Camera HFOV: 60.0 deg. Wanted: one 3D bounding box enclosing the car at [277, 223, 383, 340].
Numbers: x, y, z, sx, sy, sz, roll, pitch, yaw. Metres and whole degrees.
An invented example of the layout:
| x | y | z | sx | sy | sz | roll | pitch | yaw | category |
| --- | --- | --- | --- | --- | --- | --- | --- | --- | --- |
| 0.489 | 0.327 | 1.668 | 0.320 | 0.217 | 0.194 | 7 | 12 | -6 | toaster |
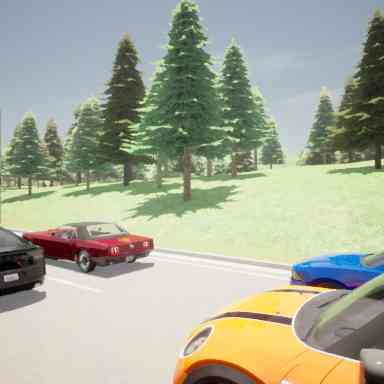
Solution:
| x | y | z | sx | sy | sz | roll | pitch | yaw | category |
| --- | --- | --- | --- | --- | --- | --- | --- | --- | --- |
| 4.120 | 1.478 | 5.346 | 5.008 | 1.535 | 1.882 | 0 | 0 | 36 | car |

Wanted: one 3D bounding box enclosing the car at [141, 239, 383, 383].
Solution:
| x | y | z | sx | sy | sz | roll | pitch | yaw | category |
| --- | --- | --- | --- | --- | --- | --- | --- | --- | --- |
| 2.024 | 1.352 | 2.544 | 4.553 | 1.767 | 2.097 | 0 | 0 | 36 | car |

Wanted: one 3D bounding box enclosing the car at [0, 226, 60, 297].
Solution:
| x | y | z | sx | sy | sz | roll | pitch | yaw | category |
| --- | --- | --- | --- | --- | --- | --- | --- | --- | --- |
| -5.443 | 1.478 | 7.782 | 5.008 | 1.535 | 1.882 | 0 | 0 | 36 | car |

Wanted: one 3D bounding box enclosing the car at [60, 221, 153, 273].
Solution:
| x | y | z | sx | sy | sz | roll | pitch | yaw | category |
| --- | --- | --- | --- | --- | --- | --- | --- | --- | --- |
| -3.555 | 1.601 | 10.736 | 4.718 | 1.301 | 1.895 | 0 | 0 | 36 | car |
